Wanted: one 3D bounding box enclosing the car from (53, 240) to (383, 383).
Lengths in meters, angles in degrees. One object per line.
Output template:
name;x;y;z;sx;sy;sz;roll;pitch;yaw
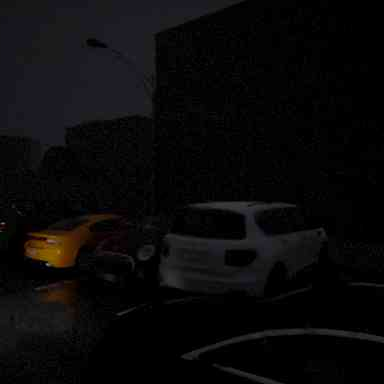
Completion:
car;1.222;1.492;2.506;4.902;1.511;2.128;0;0;35

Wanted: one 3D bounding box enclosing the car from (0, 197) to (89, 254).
car;-5.172;1.215;12.677;2.435;2.045;5.566;0;0;35

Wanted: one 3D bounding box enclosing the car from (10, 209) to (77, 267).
car;-2.845;1.470;10.976;2.097;1.535;5.008;0;0;35

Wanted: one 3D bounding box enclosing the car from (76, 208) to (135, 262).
car;-0.579;1.349;9.405;2.185;1.767;4.553;0;0;36

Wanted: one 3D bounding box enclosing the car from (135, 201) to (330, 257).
car;1.565;1.227;7.873;2.435;2.045;5.566;0;0;35
